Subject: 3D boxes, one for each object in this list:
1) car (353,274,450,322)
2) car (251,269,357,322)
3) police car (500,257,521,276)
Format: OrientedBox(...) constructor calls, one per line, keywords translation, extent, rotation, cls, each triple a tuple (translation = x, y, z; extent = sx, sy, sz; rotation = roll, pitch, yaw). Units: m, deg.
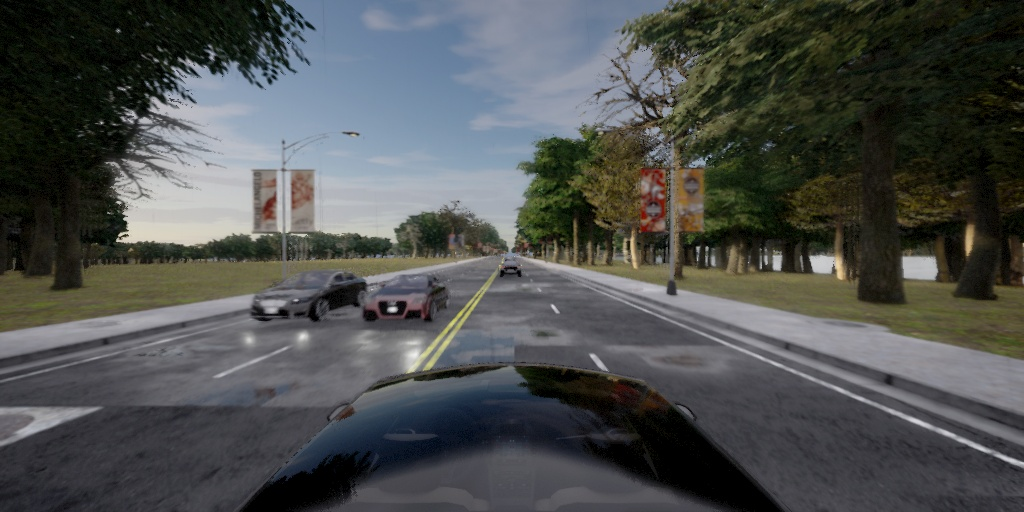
OrientedBox(translation=(-3.346, 1.303, 12.033), extent=(1.994, 1.385, 4.181), rotation=(0, 0, 0), cls="car")
OrientedBox(translation=(-6.597, 1.231, 12.290), extent=(2.128, 1.511, 4.902), rotation=(0, 0, 0), cls="car")
OrientedBox(translation=(-0.120, 1.146, 35.179), extent=(2.038, 1.542, 4.974), rotation=(0, 1, 0), cls="police car")
